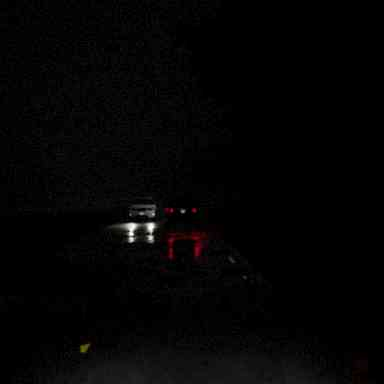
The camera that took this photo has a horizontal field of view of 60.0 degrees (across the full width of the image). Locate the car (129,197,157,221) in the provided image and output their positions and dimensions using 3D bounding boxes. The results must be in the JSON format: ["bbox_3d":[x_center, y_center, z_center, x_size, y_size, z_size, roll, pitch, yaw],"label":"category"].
[{"bbox_3d":[-4.280,1.456,29.617,2.150,2.045,5.566,0,-1,-4],"label":"car"}]

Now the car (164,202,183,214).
[{"bbox_3d":[-2.374,1.972,41.796,2.033,1.411,5.357,0,-1,-6],"label":"car"}]

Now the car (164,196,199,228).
[{"bbox_3d":[-0.715,1.328,23.021,2.150,2.045,5.566,0,-1,-4],"label":"car"}]
